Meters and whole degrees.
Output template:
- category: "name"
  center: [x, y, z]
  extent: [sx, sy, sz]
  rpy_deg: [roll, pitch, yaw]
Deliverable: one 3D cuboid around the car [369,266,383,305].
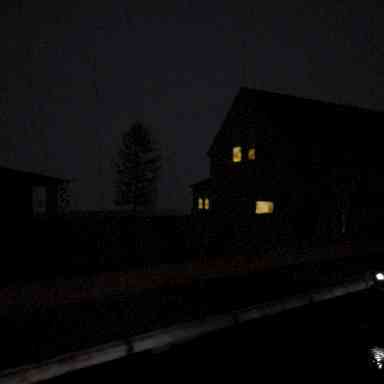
- category: "car"
  center: [5.591, 1.611, 6.455]
  extent: [4.718, 1.301, 1.895]
  rpy_deg: [0, 0, -31]
